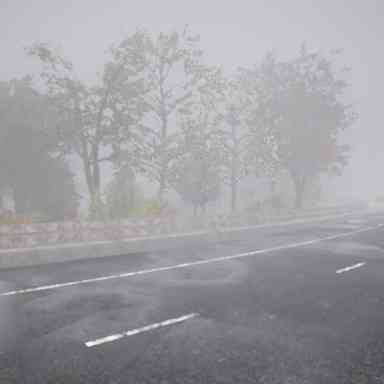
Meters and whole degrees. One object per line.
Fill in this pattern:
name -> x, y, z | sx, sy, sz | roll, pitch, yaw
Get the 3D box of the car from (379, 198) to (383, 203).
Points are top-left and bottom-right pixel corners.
car -> 8.377, 1.293, 10.950 | 5.566, 2.045, 2.150 | 0, 0, -43

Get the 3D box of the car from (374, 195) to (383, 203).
car -> 46.595, 1.700, 81.190 | 2.150, 2.045, 5.566 | 0, 0, 5
